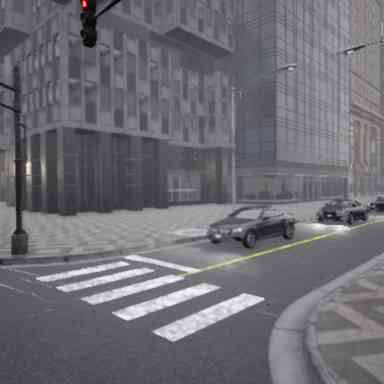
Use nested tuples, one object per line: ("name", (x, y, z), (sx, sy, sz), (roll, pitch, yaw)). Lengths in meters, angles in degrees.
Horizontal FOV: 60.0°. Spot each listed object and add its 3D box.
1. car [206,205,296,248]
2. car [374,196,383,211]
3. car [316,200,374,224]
("car", (2.591, 1.303, 13.753), (1.812, 1.442, 4.674), (0, 1, 45))
("car", (16.374, 1.032, 28.153), (1.895, 1.301, 4.718), (0, 1, 44))
("car", (9.497, 1.172, 20.958), (4.181, 1.385, 1.994), (-1, 1, -45))
